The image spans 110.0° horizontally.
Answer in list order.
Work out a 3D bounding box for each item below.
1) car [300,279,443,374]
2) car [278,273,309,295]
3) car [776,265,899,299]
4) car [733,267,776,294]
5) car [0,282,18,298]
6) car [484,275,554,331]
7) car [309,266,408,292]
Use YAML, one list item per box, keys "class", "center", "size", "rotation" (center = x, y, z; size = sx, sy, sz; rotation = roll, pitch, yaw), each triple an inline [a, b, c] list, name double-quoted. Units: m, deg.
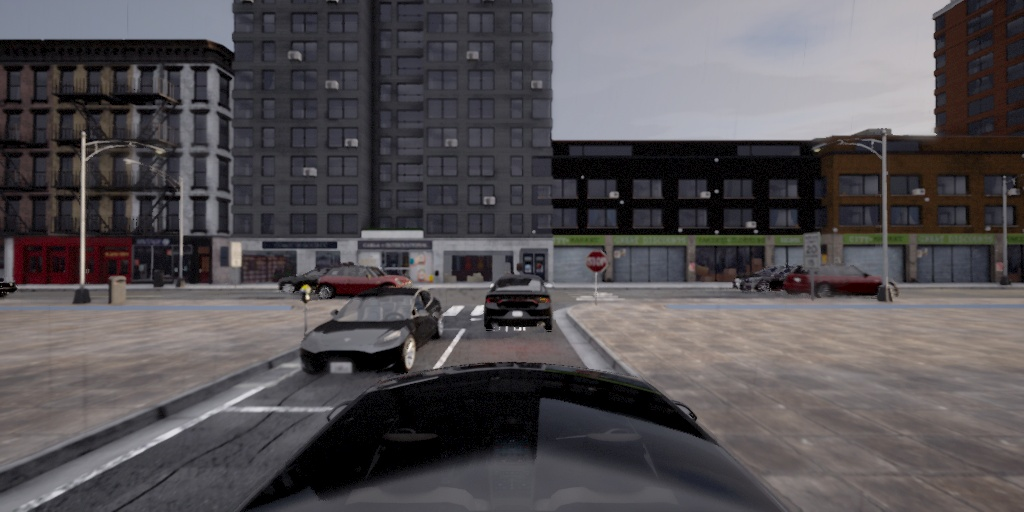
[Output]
- class: "car"
  center: [-2.635, 1.376, 7.714]
  size: [1.948, 1.339, 4.313]
  rotation: [0, 0, 0]
- class: "car"
  center: [-11.095, 1.444, 21.280]
  size: [5.008, 1.535, 1.882]
  rotation: [0, 0, 0]
- class: "car"
  center: [16.680, 1.236, 18.303]
  size: [4.553, 1.767, 2.097]
  rotation: [0, 0, 0]
- class: "car"
  center: [15.799, 1.398, 21.255]
  size: [4.902, 1.511, 2.128]
  rotation: [0, 0, 0]
- class: "car"
  center: [-28.743, 1.593, 18.343]
  size: [4.718, 1.301, 1.895]
  rotation: [0, 0, 0]
- class: "car"
  center: [0.284, 1.327, 11.476]
  size: [1.882, 1.535, 5.008]
  rotation: [0, -1, 3]
- class: "car"
  center: [-7.387, 1.286, 18.327]
  size: [4.553, 1.767, 2.097]
  rotation: [0, 0, 0]
